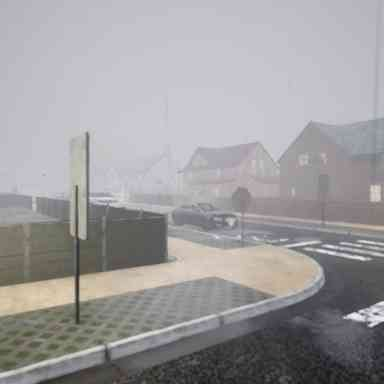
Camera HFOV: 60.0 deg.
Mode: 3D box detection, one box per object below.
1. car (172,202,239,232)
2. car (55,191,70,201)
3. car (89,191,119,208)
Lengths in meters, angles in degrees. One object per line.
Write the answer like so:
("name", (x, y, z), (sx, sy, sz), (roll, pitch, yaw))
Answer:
("car", (0.662, 1.346, 19.178), (2.128, 1.511, 4.902), (0, 1, -34))
("car", (-18.180, 0.656, 47.008), (1.837, 1.490, 4.892), (0, 1, -34))
("car", (-9.359, 0.891, 33.893), (2.150, 2.045, 5.566), (0, 1, -34))
